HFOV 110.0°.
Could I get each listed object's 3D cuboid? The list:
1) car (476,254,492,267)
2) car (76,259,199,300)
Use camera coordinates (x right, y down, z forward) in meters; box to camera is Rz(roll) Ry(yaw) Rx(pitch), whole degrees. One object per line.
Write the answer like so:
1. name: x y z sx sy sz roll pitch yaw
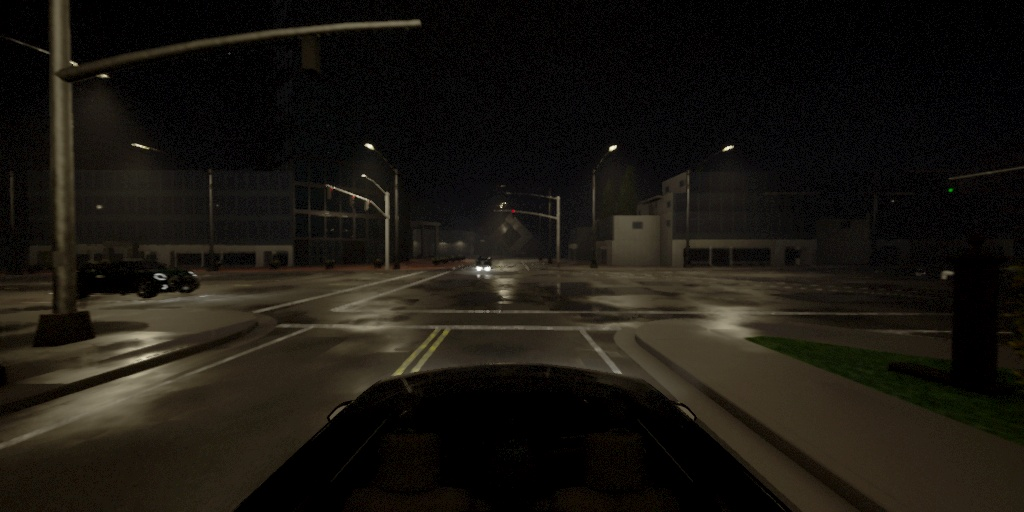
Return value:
1. car: -3.555 0.544 46.167 2.128 1.511 4.902 0 1 0
2. car: -17.220 0.926 16.467 4.553 1.767 2.097 -1 1 1
